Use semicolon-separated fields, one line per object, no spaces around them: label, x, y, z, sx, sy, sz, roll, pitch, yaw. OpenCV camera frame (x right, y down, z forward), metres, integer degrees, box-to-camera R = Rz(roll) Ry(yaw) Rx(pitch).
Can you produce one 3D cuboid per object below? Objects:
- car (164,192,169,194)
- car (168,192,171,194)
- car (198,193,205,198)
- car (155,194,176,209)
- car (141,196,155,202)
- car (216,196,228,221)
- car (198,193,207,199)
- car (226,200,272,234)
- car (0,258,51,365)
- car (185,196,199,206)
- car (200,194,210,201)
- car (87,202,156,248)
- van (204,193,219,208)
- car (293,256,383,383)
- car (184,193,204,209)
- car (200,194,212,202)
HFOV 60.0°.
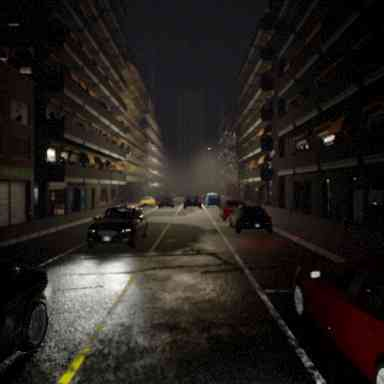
car;-5.666;1.198;59.622;1.947;1.339;4.313;0;0;0
car;-5.663;1.145;65.146;1.887;1.381;4.507;0;0;0
car;2.731;0.966;92.916;1.752;1.417;4.829;-1;0;0
car;-3.071;1.273;40.216;1.812;1.442;4.674;0;0;0
car;-5.676;1.257;42.883;1.752;1.417;4.829;0;0;0
car;3.154;1.316;25.368;1.882;1.535;5.008;0;0;0
car;2.729;1.024;87.222;2.008;1.369;4.403;-1;0;0
car;3.159;1.408;18.369;1.812;1.442;4.674;0;0;0
car;-3.087;1.503;3.436;1.812;1.442;4.674;0;0;0
car;0.040;1.257;49.346;1.994;1.385;4.181;0;0;0
car;2.720;1.119;70.652;2.008;1.369;4.403;-1;0;0
car;-3.053;1.399;14.407;2.128;1.511;4.902;0;0;0
van;2.704;1.072;43.035;1.690;1.788;3.998;-1;0;0
car;2.686;1.516;4.372;1.887;1.381;4.507;0;0;0
car;0.075;1.100;40.203;2.097;1.767;4.553;0;0;0
car;2.717;1.151;65.128;2.008;1.369;4.403;-1;0;0
